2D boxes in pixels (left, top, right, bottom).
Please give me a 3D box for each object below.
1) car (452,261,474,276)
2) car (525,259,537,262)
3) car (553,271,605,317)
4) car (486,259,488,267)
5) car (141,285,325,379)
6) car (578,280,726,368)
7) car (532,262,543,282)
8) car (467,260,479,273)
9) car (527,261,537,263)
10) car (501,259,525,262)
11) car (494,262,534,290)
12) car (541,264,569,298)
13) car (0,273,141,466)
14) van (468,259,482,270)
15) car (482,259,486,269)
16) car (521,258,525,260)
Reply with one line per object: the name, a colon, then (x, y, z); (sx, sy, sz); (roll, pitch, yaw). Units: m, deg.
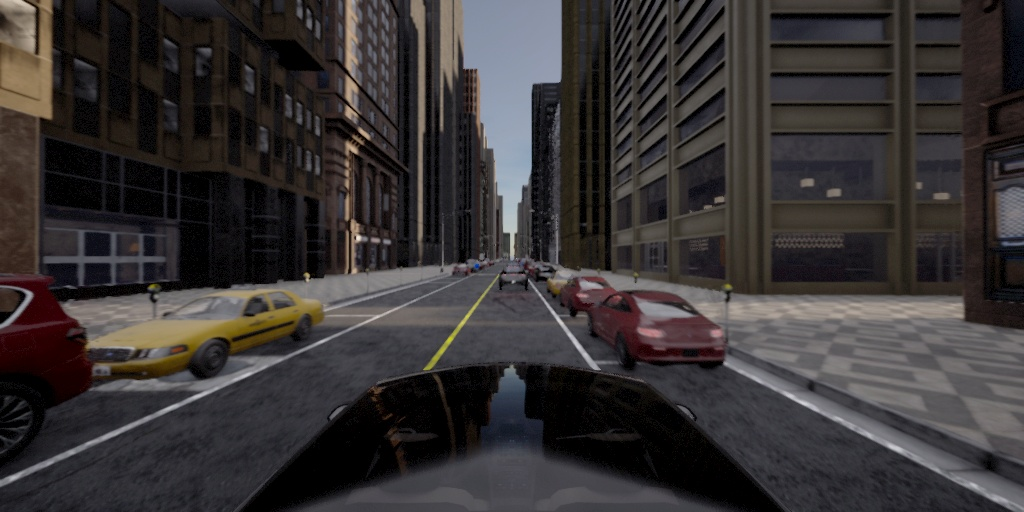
car: (-5.777, 1.529, 41.301); (1.802, 1.307, 4.207); (0, 0, 0)
car: (2.748, 1.386, 41.319); (1.967, 1.591, 4.097); (0, 0, 0)
car: (2.758, 1.385, 13.226); (1.802, 1.307, 4.207); (0, 0, 0)
car: (-5.784, 1.630, 63.774); (1.948, 1.339, 4.313); (0, 0, 0)
car: (-5.765, 1.304, 7.422); (1.751, 1.417, 4.829); (0, 0, 0)
car: (2.760, 1.359, 7.607); (1.802, 1.307, 4.207); (0, 0, 0)
car: (2.752, 1.454, 30.082); (1.948, 1.339, 4.313); (0, 0, 0)
car: (-5.779, 1.542, 46.919); (1.948, 1.339, 4.313); (0, 0, 0)
car: (2.750, 1.462, 35.700); (1.888, 1.381, 4.507); (0, 0, 0)
car: (0.087, 1.435, 40.724); (2.128, 1.511, 4.902); (0, 0, 0)
car: (0.091, 1.347, 23.694); (2.128, 1.511, 4.902); (0, 0, 0)
car: (2.756, 1.356, 19.014); (1.751, 1.417, 4.829); (0, 0, 0)
car: (-5.763, 1.067, 1.973); (2.192, 1.841, 5.009); (0, 0, 0)
van: (-5.780, 1.346, 52.538); (1.690, 1.789, 3.998); (0, 0, 0)
car: (-5.782, 1.580, 58.156); (1.888, 1.381, 4.507); (0, 0, 0)
car: (2.745, 1.319, 52.556); (2.192, 1.841, 5.009); (0, 0, 0)
